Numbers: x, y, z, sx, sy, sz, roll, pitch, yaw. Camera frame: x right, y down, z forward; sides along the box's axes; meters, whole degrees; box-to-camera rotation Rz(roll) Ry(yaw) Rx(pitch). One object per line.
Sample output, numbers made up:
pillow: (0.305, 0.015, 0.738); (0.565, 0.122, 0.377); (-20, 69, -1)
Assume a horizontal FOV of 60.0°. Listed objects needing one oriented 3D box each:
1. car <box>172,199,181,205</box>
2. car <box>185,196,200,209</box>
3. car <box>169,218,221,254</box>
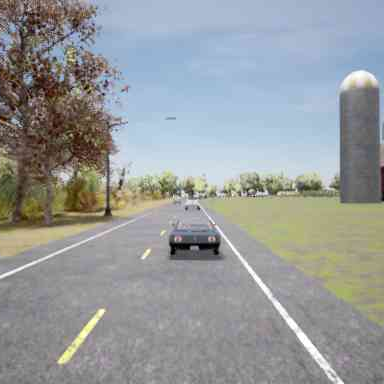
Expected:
car: (-3.512, 2.270, 77.254); (2.033, 1.411, 5.357); (0, -1, 0)
car: (0.091, 1.734, 54.370); (2.150, 2.045, 5.566); (0, -1, 0)
car: (0.098, 1.738, 14.106); (1.895, 1.301, 4.718); (0, -1, 0)
